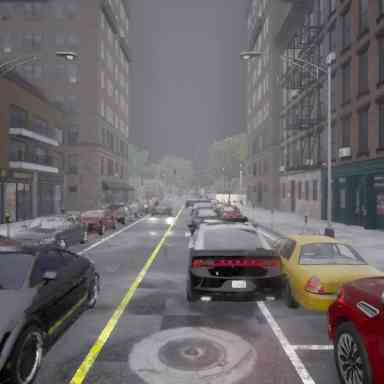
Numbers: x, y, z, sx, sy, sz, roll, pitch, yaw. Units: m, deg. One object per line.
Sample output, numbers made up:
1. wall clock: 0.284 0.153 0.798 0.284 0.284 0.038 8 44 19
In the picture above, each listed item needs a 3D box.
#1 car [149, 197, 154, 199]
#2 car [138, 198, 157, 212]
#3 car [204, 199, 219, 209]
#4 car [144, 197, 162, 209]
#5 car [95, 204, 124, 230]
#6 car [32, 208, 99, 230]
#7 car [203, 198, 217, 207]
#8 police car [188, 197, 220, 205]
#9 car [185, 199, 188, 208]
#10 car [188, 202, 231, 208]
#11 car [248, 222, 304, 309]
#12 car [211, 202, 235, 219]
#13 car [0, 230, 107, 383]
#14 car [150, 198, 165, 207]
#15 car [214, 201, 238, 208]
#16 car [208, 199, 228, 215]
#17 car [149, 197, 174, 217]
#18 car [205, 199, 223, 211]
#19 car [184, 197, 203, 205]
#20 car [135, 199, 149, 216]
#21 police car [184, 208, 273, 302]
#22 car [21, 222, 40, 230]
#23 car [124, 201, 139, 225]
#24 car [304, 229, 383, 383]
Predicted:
1. car: -5.352 1.446 35.100 1.967 1.590 4.097 0 0 0
2. car: -5.347 1.535 40.449 1.752 1.417 4.829 0 0 0
3. car: 2.684 1.596 46.132 1.802 1.307 4.206 0 0 0
4. car: -5.341 1.454 46.138 1.967 1.590 4.097 0 0 0
5. car: -5.368 1.545 18.544 1.887 1.381 4.507 0 0 0
6. car: -5.373 1.551 13.025 2.008 1.369 4.403 0 0 0
7. car: 2.689 1.585 51.650 1.947 1.339 4.313 0 0 0
8. police car: 0.850 1.426 24.465 1.930 1.638 5.238 0 0 0
9. car: 0.072 1.493 47.125 1.882 1.535 5.008 0 0 1
10. car: 0.844 1.526 18.355 1.812 1.442 4.674 0 0 0
11. car: 2.642 1.525 7.672 1.752 1.417 4.829 0 0 0
12. car: 2.668 1.584 29.577 1.802 1.307 4.206 0 0 0
13. car: -2.844 1.564 5.065 1.994 1.385 4.181 0 0 0
14. car: -5.336 1.601 51.657 1.802 1.307 4.206 0 0 0
15. car: 2.663 1.583 24.059 1.802 1.307 4.206 0 0 0
16. car: 2.673 1.531 35.266 1.752 1.417 4.829 0 0 0
17. car: -2.716 1.508 31.093 1.837 1.490 4.892 0 0 0
18. car: 2.678 1.554 40.614 1.887 1.381 4.507 0 0 0
19. car: 0.361 1.590 59.775 1.994 1.385 4.181 0 0 23
20. car: -5.357 1.553 29.581 2.008 1.369 4.403 0 0 0
21. police car: 0.834 1.425 8.465 1.930 1.638 5.238 0 0 0
22. car: -5.379 1.582 7.506 1.802 1.307 4.206 0 0 0
23. car: -5.362 1.567 24.063 1.947 1.339 4.313 0 0 0
24. car: 2.641 1.315 1.986 2.192 1.841 5.009 0 0 0
